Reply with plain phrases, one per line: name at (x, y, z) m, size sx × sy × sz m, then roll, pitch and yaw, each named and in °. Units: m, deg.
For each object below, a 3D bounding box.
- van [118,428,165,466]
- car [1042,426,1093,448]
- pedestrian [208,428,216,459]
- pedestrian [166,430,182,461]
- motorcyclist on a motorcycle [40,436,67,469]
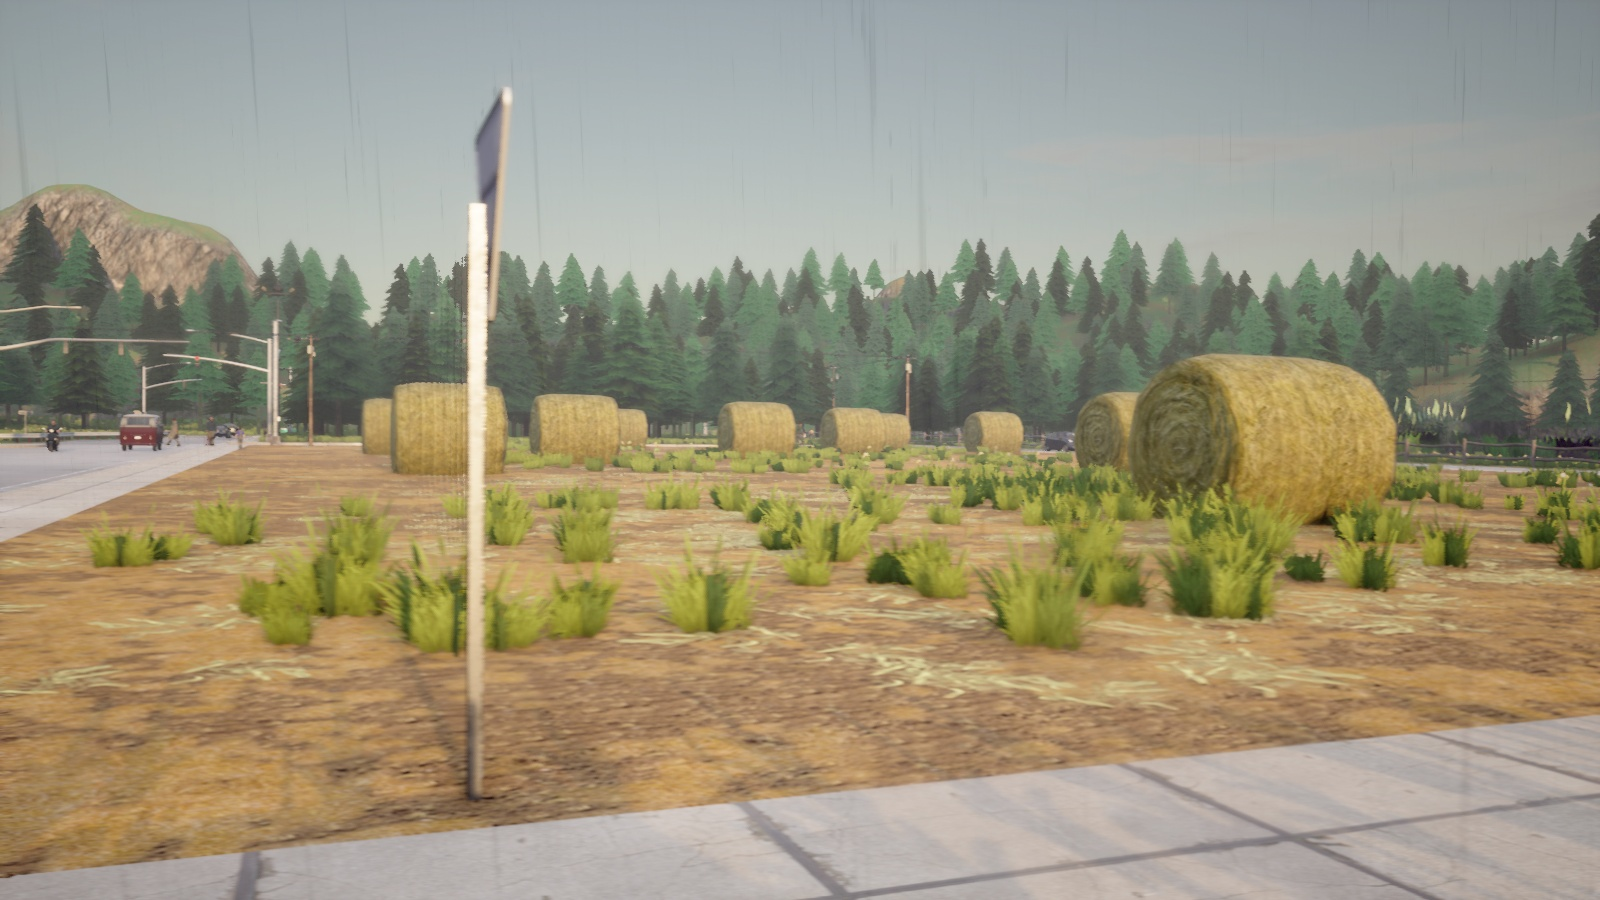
van at (-35.644, -0.189, 68.092) m, size 1.775 × 1.987 × 4.442 m, roll -1°, pitch 1°, yaw -22°
car at (18.357, -0.900, 86.267) m, size 1.845 × 1.501 × 3.633 m, roll -1°, pitch 1°, yaw -18°
pedestrian at (-35.201, -0.401, 75.166) m, size 0.402 × 1.842 × 0.726 m, roll -1°, pitch 1°, yaw -27°
pedestrian at (-40.016, -0.288, 80.283) m, size 0.873 × 1.952 × 0.659 m, roll -1°, pitch 1°, yaw -25°
motorcyclist on a motorcycle at (-37.275, 0.127, 62.728) m, size 0.866 × 1.590 × 1.817 m, roll -1°, pitch 1°, yaw -22°
